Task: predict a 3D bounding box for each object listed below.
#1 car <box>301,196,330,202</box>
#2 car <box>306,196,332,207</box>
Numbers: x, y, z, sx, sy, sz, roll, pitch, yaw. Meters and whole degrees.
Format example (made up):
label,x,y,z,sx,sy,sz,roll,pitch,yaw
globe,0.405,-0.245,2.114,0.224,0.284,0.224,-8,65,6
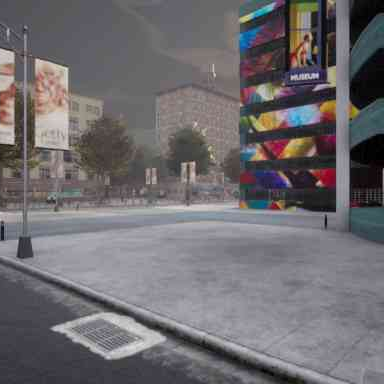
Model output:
label,x,y,z,sx,sy,sz,roll,pitch,yaw
car,14.246,1.320,39.325,2.002,1.452,4.674,0,0,43
car,19.561,1.413,51.051,2.161,1.482,4.786,0,0,43
